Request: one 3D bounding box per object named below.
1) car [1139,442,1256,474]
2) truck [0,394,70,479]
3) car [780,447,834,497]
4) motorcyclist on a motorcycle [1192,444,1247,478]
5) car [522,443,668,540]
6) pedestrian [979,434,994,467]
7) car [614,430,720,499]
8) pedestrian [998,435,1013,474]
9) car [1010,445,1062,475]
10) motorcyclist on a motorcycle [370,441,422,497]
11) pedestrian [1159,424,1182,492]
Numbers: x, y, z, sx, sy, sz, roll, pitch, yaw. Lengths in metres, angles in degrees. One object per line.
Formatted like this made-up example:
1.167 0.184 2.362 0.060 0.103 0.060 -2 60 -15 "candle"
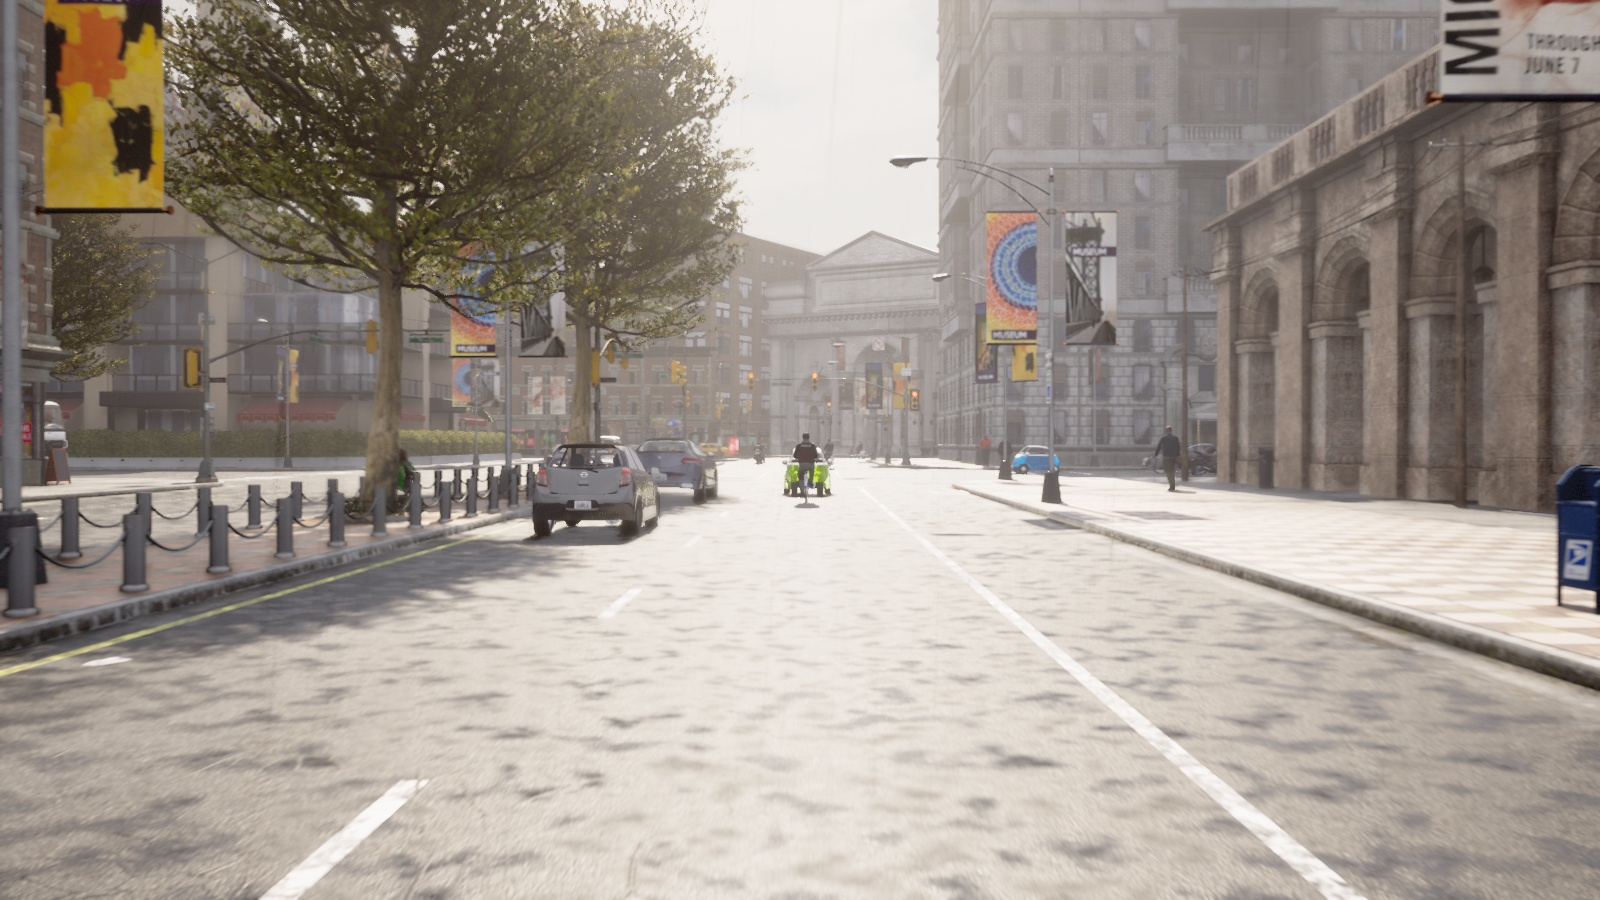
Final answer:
18.877 0.381 59.837 4.902 1.511 2.128 0 0 0 "car"
-35.522 -0.562 52.836 7.936 3.462 2.891 0 0 0 "truck"
0.207 0.600 35.797 1.481 1.376 2.207 0 1 1 "car"
18.797 0.479 56.337 2.191 1.530 0.866 0 0 0 "motorcyclist on a motorcycle"
-3.364 0.638 21.250 1.845 1.501 3.633 0 0 0 "car"
10.354 0.018 69.774 0.634 1.844 0.899 0 0 -4 "pedestrian"
-3.376 0.337 32.885 2.152 1.651 5.027 0 0 1 "car"
9.910 0.204 60.496 0.634 1.844 0.899 0 0 14 "pedestrian"
11.233 0.473 59.837 2.207 1.376 1.481 0 0 0 "car"
-11.296 0.521 35.176 0.797 1.523 2.044 0 0 0 "motorcyclist on a motorcycle"
10.214 0.216 34.637 0.402 1.842 0.726 0 0 0 "pedestrian"
